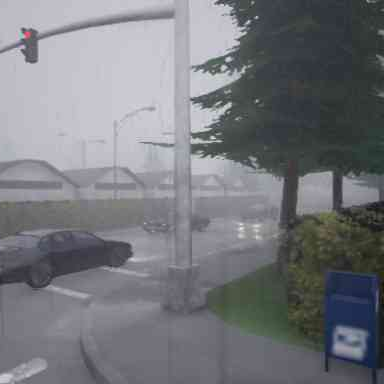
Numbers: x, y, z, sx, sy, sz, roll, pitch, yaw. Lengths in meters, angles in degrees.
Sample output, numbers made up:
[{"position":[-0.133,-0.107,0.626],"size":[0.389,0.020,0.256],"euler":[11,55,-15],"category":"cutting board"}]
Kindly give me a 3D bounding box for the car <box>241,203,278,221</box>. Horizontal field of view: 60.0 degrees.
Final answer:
[{"position":[6.280,1.782,30.552],"size":[1.882,1.535,5.008],"euler":[-1,0,36],"category":"car"}]

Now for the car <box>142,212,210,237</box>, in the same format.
[{"position":[-0.887,1.906,20.612],"size":[1.895,1.301,4.718],"euler":[-1,0,36],"category":"car"}]

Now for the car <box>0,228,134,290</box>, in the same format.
[{"position":[-3.943,1.767,9.858],"size":[2.033,1.411,5.357],"euler":[-1,-3,25],"category":"car"}]
